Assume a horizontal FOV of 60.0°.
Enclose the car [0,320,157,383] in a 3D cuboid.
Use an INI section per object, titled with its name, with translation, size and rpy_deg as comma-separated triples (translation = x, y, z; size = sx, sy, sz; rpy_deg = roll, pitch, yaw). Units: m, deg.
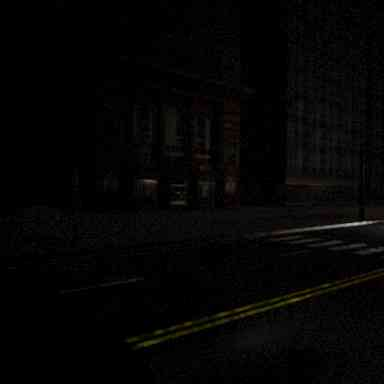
[car]
translation = -2.383, 1.600, 1.754
size = 4.718, 1.301, 1.895
rpy_deg = 0, 0, -36
